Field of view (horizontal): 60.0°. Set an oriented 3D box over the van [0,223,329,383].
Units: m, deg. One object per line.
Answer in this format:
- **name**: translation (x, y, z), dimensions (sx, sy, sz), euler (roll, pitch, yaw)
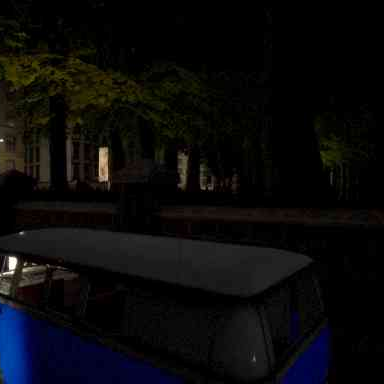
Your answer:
- **van**: translation (-0.719, 1.341, 3.374), dimensions (3.998, 1.788, 1.690), euler (0, 0, 36)
